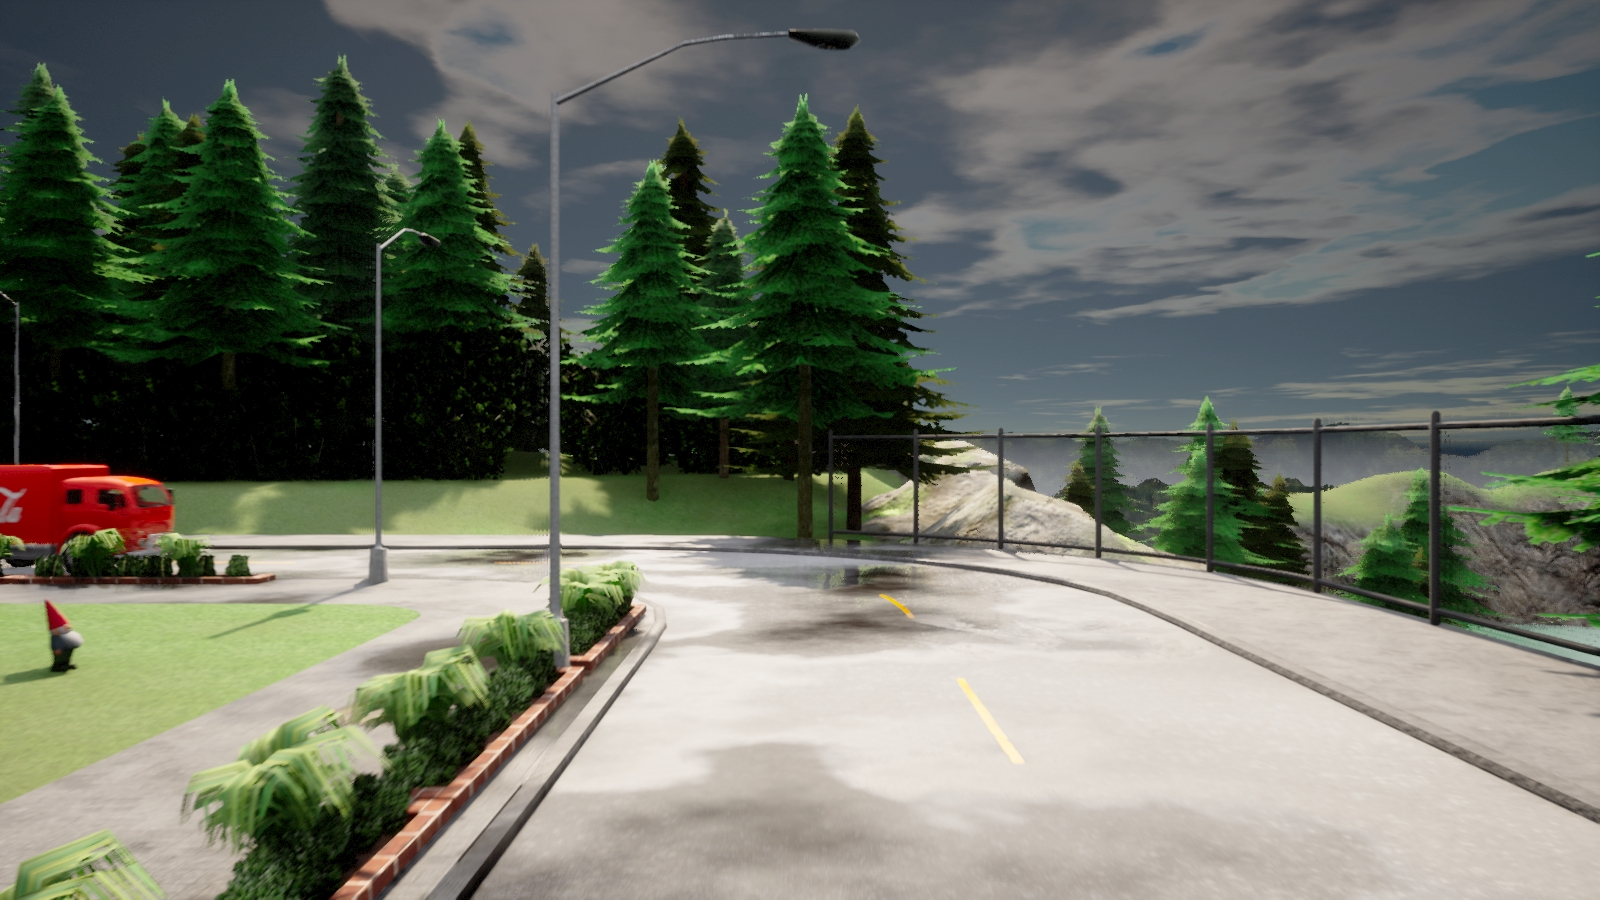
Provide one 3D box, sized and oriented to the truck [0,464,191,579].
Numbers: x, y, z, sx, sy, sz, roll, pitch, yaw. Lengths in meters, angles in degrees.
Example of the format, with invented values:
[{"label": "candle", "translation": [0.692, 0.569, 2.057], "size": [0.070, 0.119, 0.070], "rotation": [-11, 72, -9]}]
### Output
[{"label": "truck", "translation": [-17.242, 1.567, 26.140], "size": [5.204, 2.467, 2.627], "rotation": [0, 0, 0]}]
